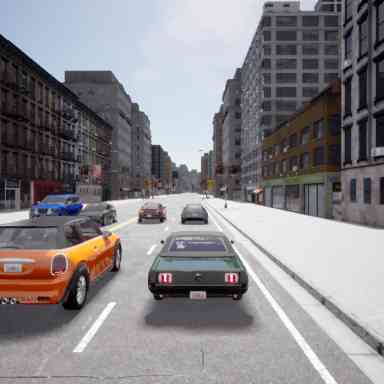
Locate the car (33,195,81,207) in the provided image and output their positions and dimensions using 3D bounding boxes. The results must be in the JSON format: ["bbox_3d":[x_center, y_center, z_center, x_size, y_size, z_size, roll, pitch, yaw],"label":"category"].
[{"bbox_3d":[-9.756,1.227,24.417,2.150,2.045,5.566,0,0,0],"label":"car"}]

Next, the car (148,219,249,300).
[{"bbox_3d":[0.132,1.601,8.316,1.895,1.301,4.718,0,0,0],"label":"car"}]

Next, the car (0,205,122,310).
[{"bbox_3d":[-3.122,1.352,7.976,2.097,1.767,4.553,0,0,1],"label":"car"}]

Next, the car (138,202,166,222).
[{"bbox_3d":[-3.048,1.532,26.025,1.812,1.442,4.674,0,0,0],"label":"car"}]

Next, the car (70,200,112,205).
[{"bbox_3d":[-6.510,1.510,23.159,1.837,1.490,4.892,0,0,0],"label":"car"}]

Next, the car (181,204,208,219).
[{"bbox_3d":[0.199,1.570,25.278,1.994,1.385,4.181,0,0,0],"label":"car"}]
